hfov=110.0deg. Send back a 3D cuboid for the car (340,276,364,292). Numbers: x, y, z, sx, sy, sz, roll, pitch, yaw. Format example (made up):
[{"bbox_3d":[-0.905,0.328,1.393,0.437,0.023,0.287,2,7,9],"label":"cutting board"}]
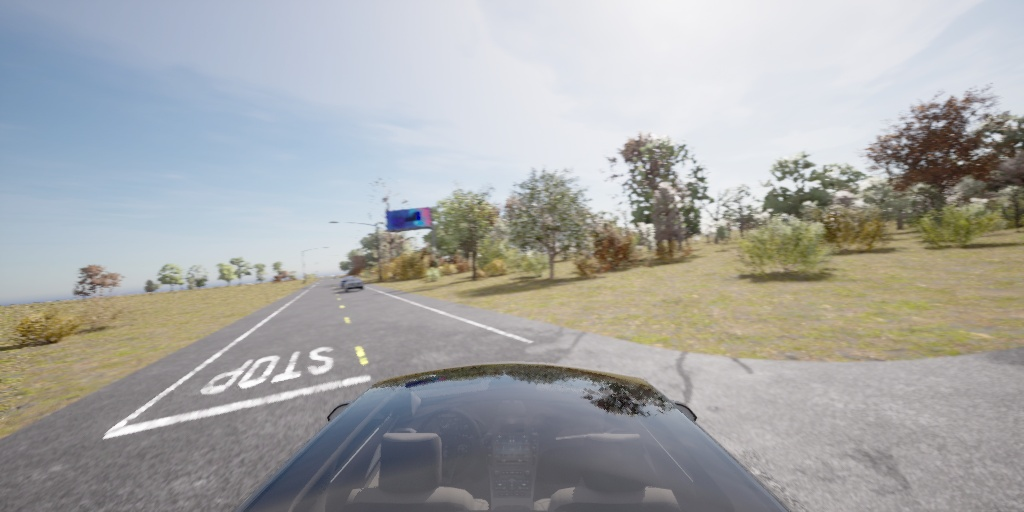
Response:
[{"bbox_3d":[-17.305,3.109,39.278,2.033,1.411,5.357,-5,0,-27],"label":"car"}]
